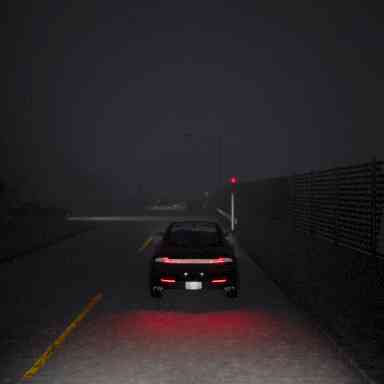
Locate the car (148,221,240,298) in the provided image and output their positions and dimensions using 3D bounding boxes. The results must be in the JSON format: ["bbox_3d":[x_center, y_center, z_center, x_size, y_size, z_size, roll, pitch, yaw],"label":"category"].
[{"bbox_3d":[0.054,1.492,8.498,2.128,1.511,4.902,0,0,1],"label":"car"}]

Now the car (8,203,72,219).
[{"bbox_3d":[-12.798,1.601,28.202,4.718,1.301,1.895,0,0,0],"label":"car"}]

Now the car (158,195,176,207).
[{"bbox_3d":[-4.060,1.352,51.335,2.097,1.767,4.553,0,0,0],"label":"car"}]

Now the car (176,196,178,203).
[{"bbox_3d":[-4.025,1.601,60.703,1.895,1.301,4.718,0,0,0],"label":"car"}]

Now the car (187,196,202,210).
[{"bbox_3d":[0.253,1.601,42.912,1.895,1.301,4.718,0,0,-1],"label":"car"}]

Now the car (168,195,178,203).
[{"bbox_3d":[-3.951,1.478,71.138,1.882,1.535,5.008,0,0,0],"label":"car"}]

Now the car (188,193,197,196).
[{"bbox_3d":[0.056,1.225,87.465,2.150,2.045,5.566,0,0,0],"label":"car"}]
